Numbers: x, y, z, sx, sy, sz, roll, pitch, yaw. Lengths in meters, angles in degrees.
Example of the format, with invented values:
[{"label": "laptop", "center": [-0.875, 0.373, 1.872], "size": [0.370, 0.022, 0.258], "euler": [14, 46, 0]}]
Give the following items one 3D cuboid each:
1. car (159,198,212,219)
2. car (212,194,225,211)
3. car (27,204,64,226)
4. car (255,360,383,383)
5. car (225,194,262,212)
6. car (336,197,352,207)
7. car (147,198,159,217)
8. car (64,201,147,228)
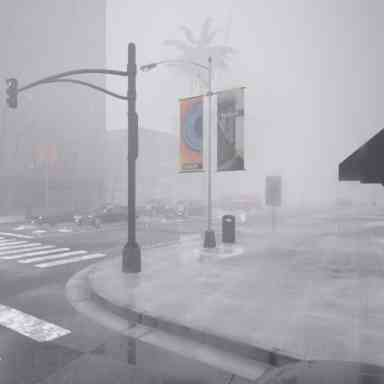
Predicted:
[{"label": "car", "center": [-0.503, 1.389, 29.941], "size": [2.097, 1.767, 4.553], "euler": [0, 0, 35]}, {"label": "car", "center": [4.154, 1.282, 42.153], "size": [2.150, 2.045, 5.566], "euler": [0, 0, 36]}, {"label": "car", "center": [-8.825, 1.563, 23.795], "size": [2.033, 1.411, 5.357], "euler": [0, 0, 35]}, {"label": "car", "center": [2.147, 1.551, 1.315], "size": [4.403, 1.369, 2.008], "euler": [0, 0, 36]}, {"label": "car", "center": [6.513, 1.282, 39.870], "size": [2.150, 2.045, 5.566], "euler": [0, 0, 35]}, {"label": "car", "center": [24.722, 1.621, 54.066], "size": [2.128, 1.511, 4.902], "euler": [0, 0, 35]}, {"label": "car", "center": [-3.443, 1.384, 31.411], "size": [2.097, 1.767, 4.553], "euler": [0, 0, 35]}, {"label": "car", "center": [-5.708, 1.513, 22.566], "size": [2.128, 1.511, 4.902], "euler": [0, 0, 35]}]
